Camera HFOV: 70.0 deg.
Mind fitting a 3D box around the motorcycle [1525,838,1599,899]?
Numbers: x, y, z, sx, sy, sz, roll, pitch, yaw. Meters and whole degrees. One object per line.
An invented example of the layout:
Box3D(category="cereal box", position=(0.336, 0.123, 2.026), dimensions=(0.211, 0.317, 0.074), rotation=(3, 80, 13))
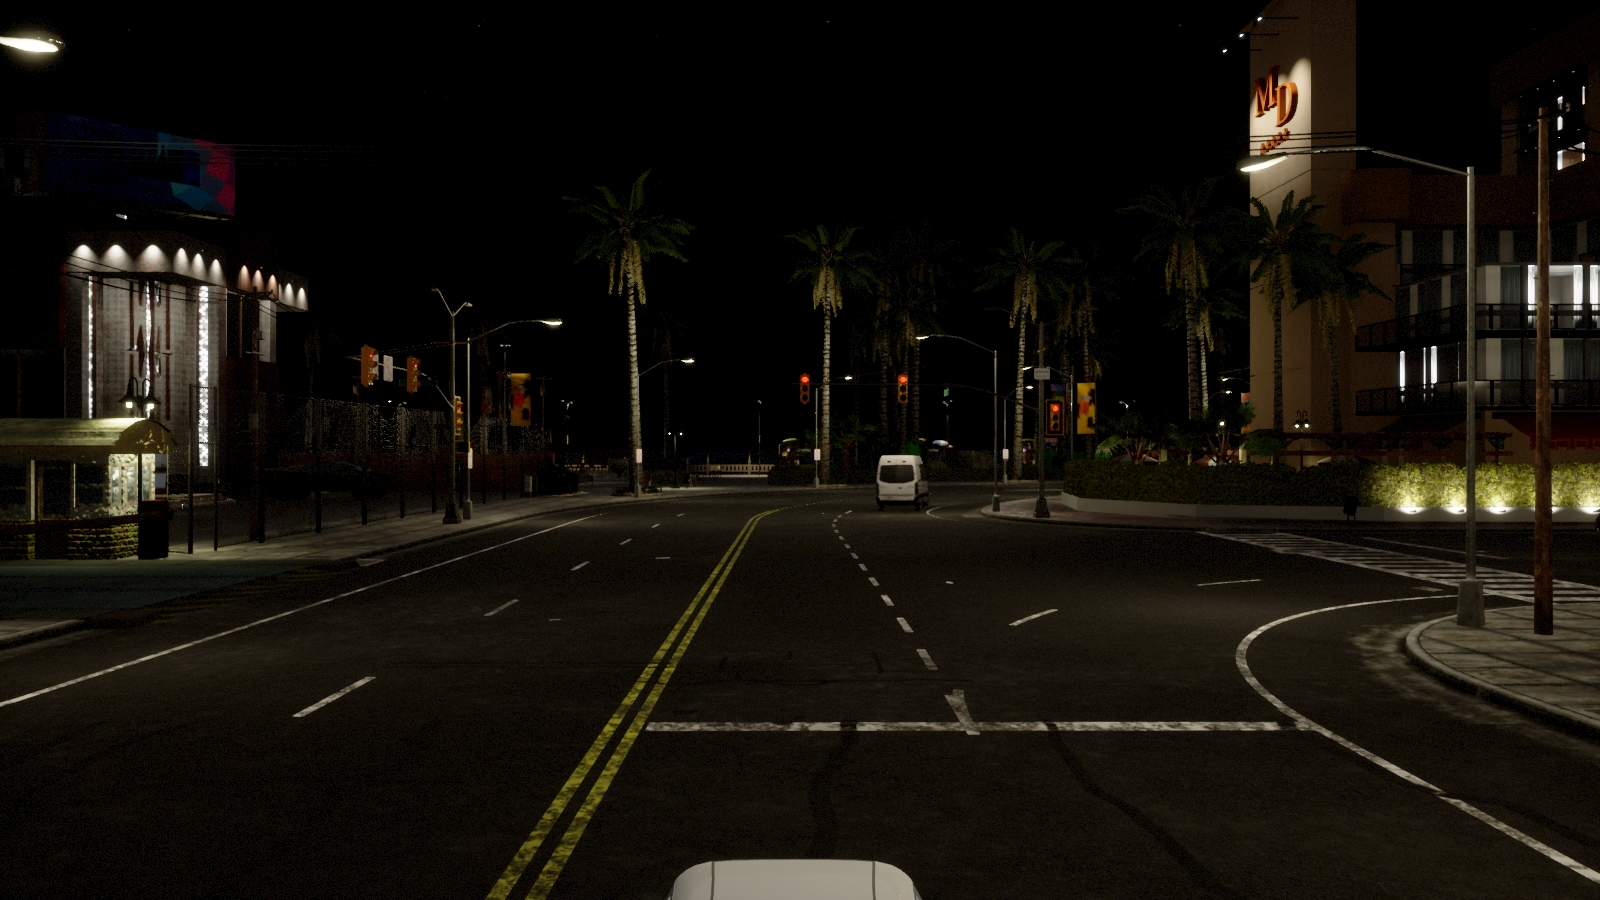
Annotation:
Box3D(category="motorcycle", position=(3.471, 2.213, 3.817), dimensions=(0.803, 1.145, 2.033), rotation=(0, 0, 0))

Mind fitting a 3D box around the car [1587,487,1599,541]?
Box3D(category="car", position=(27.253, 1.992, 34.866), dimensions=(5.027, 1.651, 2.152), rotation=(0, 0, -1))

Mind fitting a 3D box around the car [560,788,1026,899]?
Box3D(category="car", position=(-0.022, 2.120, 3.707), dimensions=(1.481, 1.376, 2.207), rotation=(0, 0, 0))
